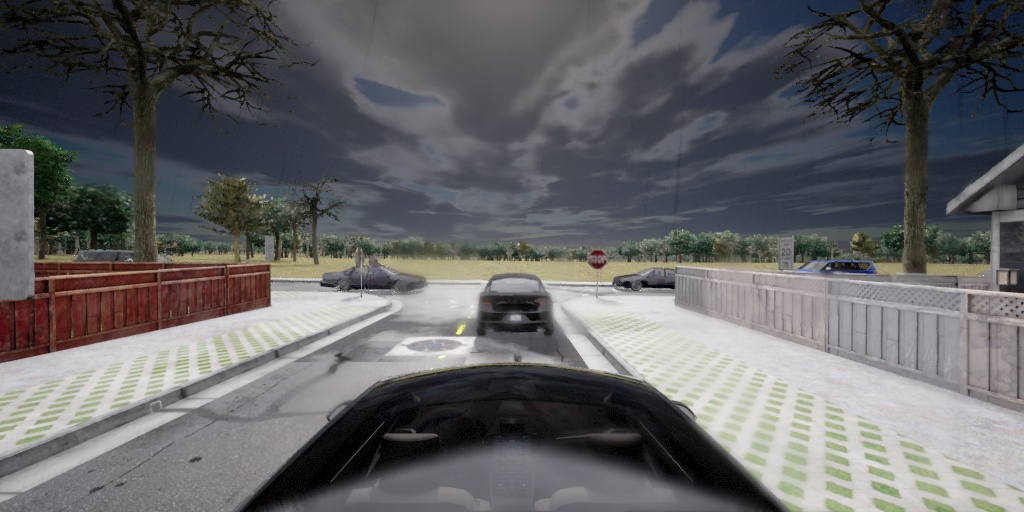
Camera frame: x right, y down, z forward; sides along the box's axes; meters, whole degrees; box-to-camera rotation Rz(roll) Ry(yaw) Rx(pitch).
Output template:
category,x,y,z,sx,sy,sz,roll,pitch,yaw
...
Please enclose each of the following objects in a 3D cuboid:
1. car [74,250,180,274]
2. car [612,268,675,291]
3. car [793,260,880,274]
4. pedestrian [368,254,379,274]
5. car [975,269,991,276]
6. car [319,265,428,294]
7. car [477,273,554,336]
category,x,y,z,sx,sy,sz,roll,pitch,yaw
car,-20.052,0.699,19.201,5.566,2.045,2.150,0,0,0
car,9.113,1.435,22.413,5.357,1.411,2.033,1,0,-1
car,19.717,1.259,22.513,5.566,2.045,2.150,1,0,-1
pedestrian,-9.750,0.748,25.152,0.375,1.860,0.375,0,-1,-1
car,31.069,1.549,22.603,4.553,1.767,2.097,1,0,0
car,-7.351,1.214,19.311,5.357,1.411,2.033,1,0,-1
car,0.080,1.226,10.463,1.882,1.535,5.008,0,0,0
